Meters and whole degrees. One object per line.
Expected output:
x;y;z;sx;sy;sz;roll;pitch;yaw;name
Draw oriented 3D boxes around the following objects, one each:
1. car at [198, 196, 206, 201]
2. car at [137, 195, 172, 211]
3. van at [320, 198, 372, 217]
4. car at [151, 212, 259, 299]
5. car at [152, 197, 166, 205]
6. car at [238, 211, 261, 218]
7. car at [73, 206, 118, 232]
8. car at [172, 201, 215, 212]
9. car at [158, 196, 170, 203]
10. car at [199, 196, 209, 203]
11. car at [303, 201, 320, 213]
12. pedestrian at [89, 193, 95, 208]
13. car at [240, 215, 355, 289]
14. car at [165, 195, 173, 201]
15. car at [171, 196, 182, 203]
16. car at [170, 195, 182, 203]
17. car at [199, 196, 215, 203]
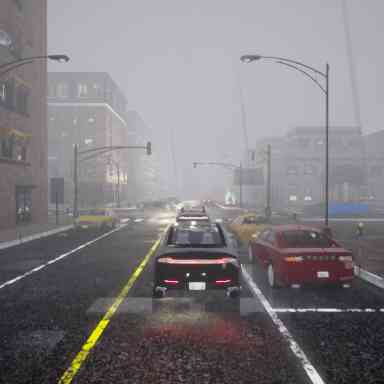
2.491;1.629;87.049;2.008;1.369;4.403;-1;0;0;car
-4.905;1.469;41.080;2.128;1.511;4.902;1;0;24;car
14.589;1.415;31.190;3.998;1.788;1.690;0;0;-1;van
0.084;1.491;8.459;2.128;1.511;4.902;0;0;0;car
-5.826;1.584;58.535;2.008;1.369;4.403;0;0;0;car
2.652;1.527;14.870;1.752;1.417;4.829;0;0;0;car
-5.741;1.529;20.213;1.752;1.417;4.829;0;0;0;car
0.060;1.494;18.828;2.128;1.511;4.902;0;0;0;car
-5.851;1.600;69.928;2.008;1.369;4.403;0;0;0;car
2.529;1.600;69.959;2.008;1.369;4.403;0;0;0;car
14.582;1.599;36.979;4.181;1.385;1.994;0;0;-1;car
-12.725;1.083;42.248;0.375;1.860;0.375;0;0;-1;pedestrian
2.665;1.545;9.003;1.887;1.381;4.507;0;0;0;car
-5.890;1.603;86.848;1.752;1.417;4.829;0;0;0;car
-3.158;1.576;70.815;2.128;1.511;4.902;0;0;0;car
-3.210;1.556;56.590;1.812;1.442;4.674;0;0;0;car
2.566;1.466;52.869;1.967;1.590;4.097;0;0;0;car
